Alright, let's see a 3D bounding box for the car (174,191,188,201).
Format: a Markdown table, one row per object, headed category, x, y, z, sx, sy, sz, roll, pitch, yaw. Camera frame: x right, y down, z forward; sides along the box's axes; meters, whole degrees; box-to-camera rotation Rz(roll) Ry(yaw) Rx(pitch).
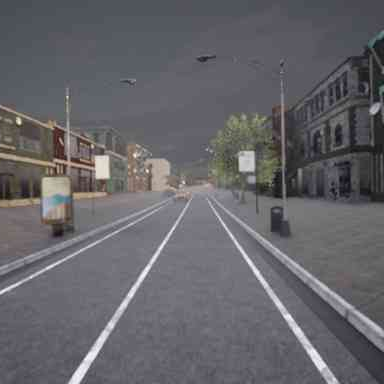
| category | x | y | z | sx | sy | sz | roll | pitch | yaw |
| --- | --- | --- | --- | --- | --- | --- | --- | --- | --- |
| car | -1.821 | 0.602 | 56.202 | 2.097 | 1.767 | 4.553 | -1 | 1 | 1 |
